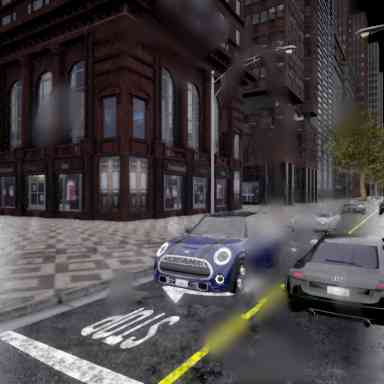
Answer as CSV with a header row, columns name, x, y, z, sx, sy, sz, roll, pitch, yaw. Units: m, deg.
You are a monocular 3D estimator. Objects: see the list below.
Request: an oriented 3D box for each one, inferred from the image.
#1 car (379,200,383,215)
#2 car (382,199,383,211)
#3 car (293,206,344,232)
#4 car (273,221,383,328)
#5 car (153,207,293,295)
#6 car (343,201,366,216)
name,x,y,z,sx,sy,sz,roll,pitch,yaw
car,19.991,1.535,33.516,1.837,1.490,4.892,0,0,32
car,25.459,1.597,42.377,2.033,1.411,5.357,0,0,32
car,6.985,1.612,18.631,1.895,1.301,4.718,0,0,32
car,3.416,1.569,7.058,1.994,1.385,4.181,0,0,32
car,0.972,1.354,9.001,2.097,1.767,4.553,0,0,32
car,16.292,1.590,33.473,1.994,1.385,4.181,0,0,32
